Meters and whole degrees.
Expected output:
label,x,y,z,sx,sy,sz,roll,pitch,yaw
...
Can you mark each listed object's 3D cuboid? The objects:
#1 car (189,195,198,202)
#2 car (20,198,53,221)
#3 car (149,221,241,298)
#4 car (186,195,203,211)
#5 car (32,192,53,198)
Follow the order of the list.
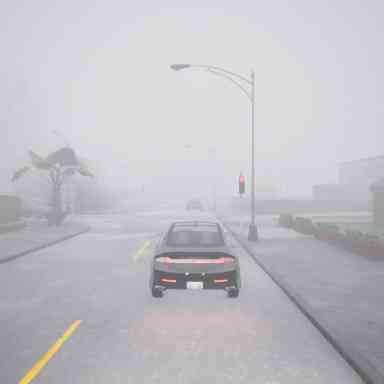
label,x,y,z,sx,sy,sz,roll,pitch,yaw
car,0.313,1.466,74.767,1.882,1.535,5.008,0,0,0
car,-13.617,1.491,26.726,4.902,1.511,2.128,0,0,0
car,0.086,1.492,8.505,2.128,1.511,4.902,0,0,1
car,0.280,1.491,40.288,2.128,1.511,4.902,0,0,1
car,-19.580,0.986,42.969,1.905,1.878,3.866,0,0,35
